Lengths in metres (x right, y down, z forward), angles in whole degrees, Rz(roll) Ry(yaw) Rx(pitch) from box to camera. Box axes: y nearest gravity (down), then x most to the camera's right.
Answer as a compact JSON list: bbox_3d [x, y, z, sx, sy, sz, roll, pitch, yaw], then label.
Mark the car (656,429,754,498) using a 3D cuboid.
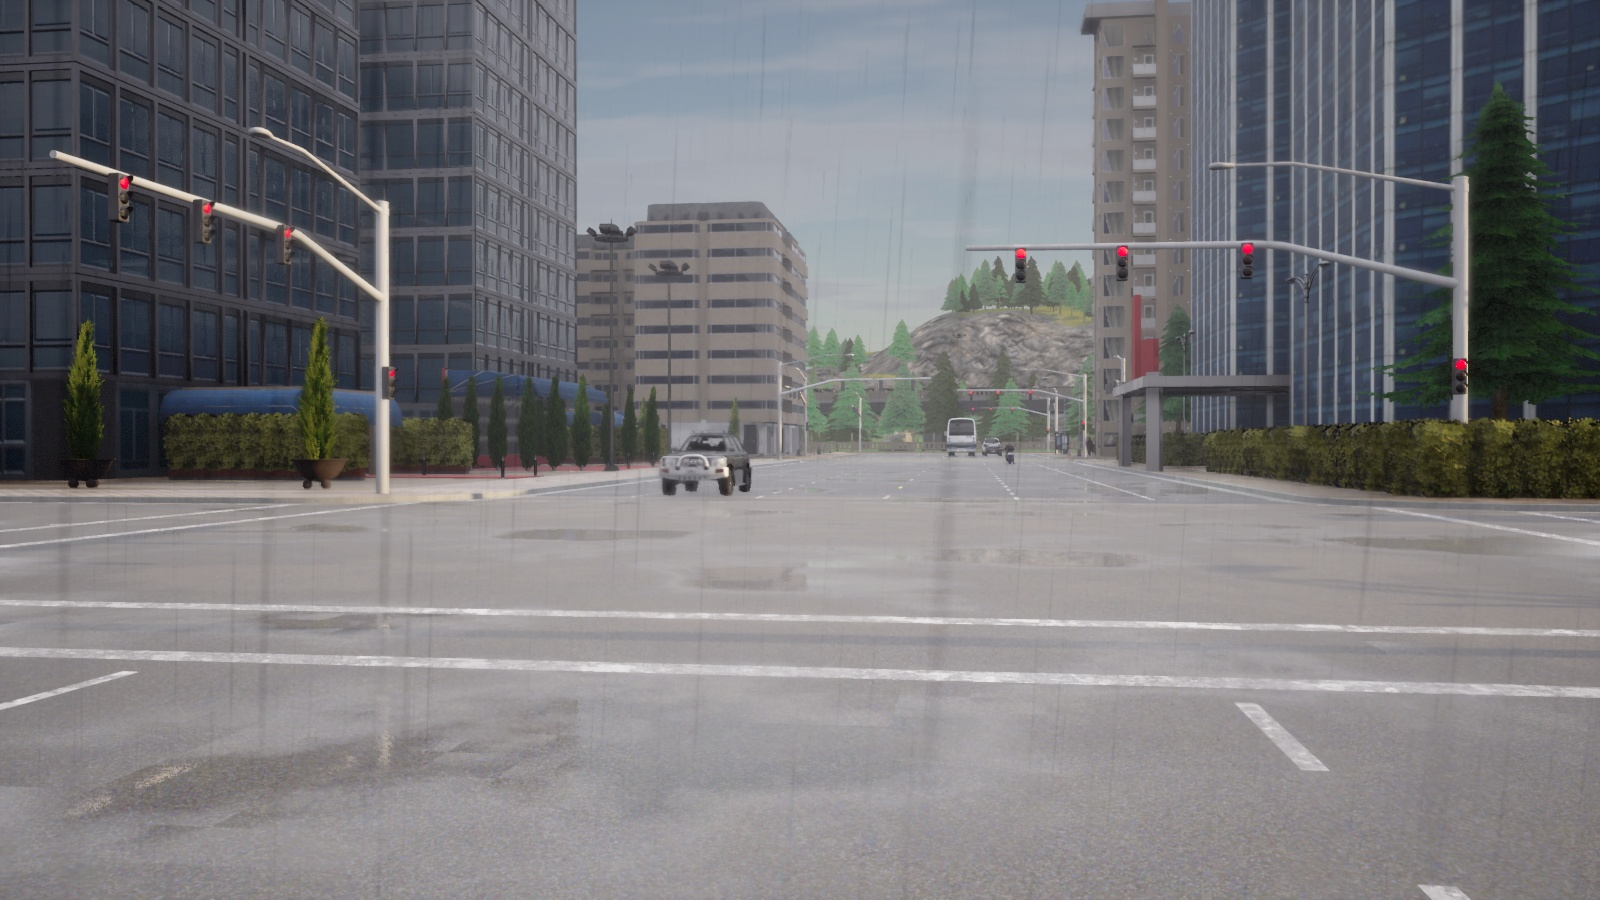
[{"bbox_3d":[-2.670,0.356,36.309,1.932,1.855,4.605,0,0,7],"label":"car"}]
